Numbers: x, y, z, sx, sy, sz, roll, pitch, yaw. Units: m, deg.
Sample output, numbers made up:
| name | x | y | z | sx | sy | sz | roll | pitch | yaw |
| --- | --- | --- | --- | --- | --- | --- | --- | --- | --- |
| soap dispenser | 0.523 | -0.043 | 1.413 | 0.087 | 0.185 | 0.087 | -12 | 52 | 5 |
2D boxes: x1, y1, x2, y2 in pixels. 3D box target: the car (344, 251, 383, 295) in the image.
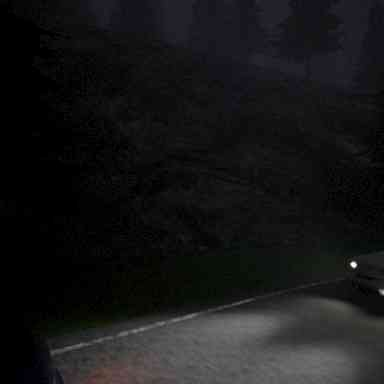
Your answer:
| name | x | y | z | sx | sy | sz | roll | pitch | yaw |
| --- | --- | --- | --- | --- | --- | --- | --- | --- | --- |
| car | 5.579 | 1.580 | 7.246 | 4.718 | 1.301 | 1.895 | 0 | 0 | -28 |

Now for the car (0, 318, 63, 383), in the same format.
| name | x | y | z | sx | sy | sz | roll | pitch | yaw |
| --- | --- | --- | --- | --- | --- | --- | --- | --- | --- |
| car | -3.383 | 1.553 | 1.500 | 5.357 | 1.411 | 2.033 | 0 | 0 | -33 |
